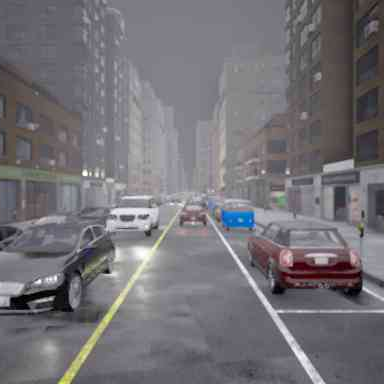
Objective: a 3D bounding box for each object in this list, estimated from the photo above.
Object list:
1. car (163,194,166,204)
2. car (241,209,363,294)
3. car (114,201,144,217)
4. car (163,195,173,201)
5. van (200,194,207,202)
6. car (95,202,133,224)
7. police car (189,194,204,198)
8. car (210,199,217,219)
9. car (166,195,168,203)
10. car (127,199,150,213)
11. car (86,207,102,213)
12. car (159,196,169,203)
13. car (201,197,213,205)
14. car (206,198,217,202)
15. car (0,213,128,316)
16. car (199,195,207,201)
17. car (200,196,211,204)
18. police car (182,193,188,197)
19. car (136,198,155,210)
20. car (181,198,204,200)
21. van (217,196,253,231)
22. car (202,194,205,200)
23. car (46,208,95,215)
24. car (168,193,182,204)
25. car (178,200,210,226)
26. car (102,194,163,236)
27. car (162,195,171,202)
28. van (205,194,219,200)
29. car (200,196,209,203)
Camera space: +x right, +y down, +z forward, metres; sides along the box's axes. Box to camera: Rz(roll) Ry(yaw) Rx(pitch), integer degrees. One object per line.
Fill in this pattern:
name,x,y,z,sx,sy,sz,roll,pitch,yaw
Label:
car,-5.880,1.297,54.126,2.192,1.841,5.009,0,0,0
car,2.664,1.440,8.786,1.967,1.590,4.097,0,0,0
car,-5.871,1.560,31.452,1.947,1.339,4.313,0,0,0
car,-5.891,1.503,82.467,2.008,1.369,4.403,0,0,0
van,2.636,1.303,76.819,1.690,1.788,3.998,0,0,0
car,-5.869,1.521,25.614,1.752,1.417,4.829,0,0,0
police car,0.779,1.413,43.538,1.930,1.638,5.238,0,0,-1
car,2.657,1.521,25.964,1.752,1.417,4.829,0,0,0
car,-5.883,1.529,59.793,2.008,1.369,4.403,0,0,0
car,-5.873,1.536,37.120,1.887,1.381,4.507,0,0,0
car,-5.867,1.563,20.116,1.947,1.339,4.313,0,0,0
car,-5.887,1.495,70.961,1.752,1.417,4.829,0,0,0
car,2.643,1.545,59.810,1.947,1.339,4.313,0,0,0
car,2.655,1.545,31.464,2.008,1.369,4.403,0,0,0
car,-3.102,1.491,7.786,2.128,1.511,4.902,0,0,0
car,2.634,1.478,82.659,1.752,1.417,4.829,0,0,0
car,2.641,1.527,65.479,2.008,1.369,4.403,0,0,0
police car,0.249,1.404,59.459,1.930,1.638,5.238,0,0,-17
car,-5.876,1.514,42.619,1.752,1.417,4.829,0,0,0
car,0.044,1.594,33.827,1.895,1.301,4.718,0,0,0
van,2.659,1.339,20.125,1.690,1.788,3.998,0,0,0
car,2.650,1.429,42.803,1.967,1.590,4.097,0,0,0
car,-5.864,1.581,14.448,1.802,1.307,4.206,0,0,0
car,-3.038,1.455,64.996,1.882,1.535,5.008,0,0,0
car,0.092,1.523,23.581,1.812,1.442,4.674,0,0,0
car,-3.093,1.220,18.569,2.150,2.045,5.566,0,0,0
car,-5.889,1.487,76.630,1.752,1.417,4.829,0,0,0
van,2.652,1.333,37.133,1.690,1.788,3.998,0,0,0
car,2.639,1.552,71.149,1.802,1.307,4.206,0,0,0
